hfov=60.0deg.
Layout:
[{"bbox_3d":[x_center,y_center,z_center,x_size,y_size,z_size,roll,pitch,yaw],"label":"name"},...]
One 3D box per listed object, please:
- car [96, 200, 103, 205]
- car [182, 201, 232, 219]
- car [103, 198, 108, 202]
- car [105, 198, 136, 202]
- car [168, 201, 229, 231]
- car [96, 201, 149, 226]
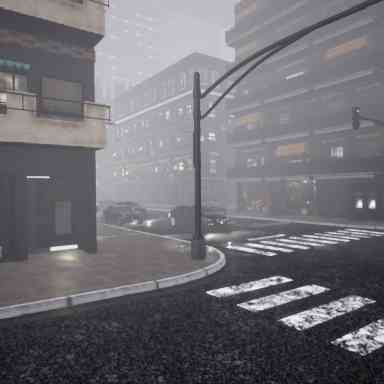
[{"bbox_3d":[-12.465,1.569,38.818,1.812,1.442,4.674,-1,0,-36],"label":"car"},{"bbox_3d":[1.212,1.513,29.190,2.008,1.369,4.403,-1,1,-36],"label":"car"},{"bbox_3d":[-11.915,1.520,47.249,1.887,1.381,4.507,-1,1,-36],"label":"car"},{"bbox_3d":[-5.579,1.541,29.325,1.837,1.490,4.892,-1,1,-36],"label":"car"},{"bbox_3d":[0.292,1.534,21.247,1.837,1.490,4.892,-1,1,-36],"label":"car"},{"bbox_3d":[-5.161,1.632,24.557,1.947,1.339,4.313,-1,1,-36],"label":"car"}]
